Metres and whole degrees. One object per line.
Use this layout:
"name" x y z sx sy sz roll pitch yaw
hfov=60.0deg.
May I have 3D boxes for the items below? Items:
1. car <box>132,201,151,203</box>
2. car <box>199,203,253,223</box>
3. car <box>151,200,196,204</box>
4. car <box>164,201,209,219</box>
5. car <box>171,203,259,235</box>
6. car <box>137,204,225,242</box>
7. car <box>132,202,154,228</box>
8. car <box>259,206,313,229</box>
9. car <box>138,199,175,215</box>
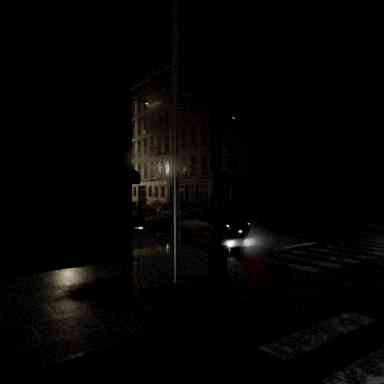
"car" -4.771 1.517 26.755 2.128 1.511 4.902 0 0 -35
"car" 2.565 1.578 25.910 1.802 1.307 4.206 0 0 -35
"car" -1.067 1.515 26.550 1.837 1.490 4.892 0 0 -35
"car" -0.573 1.566 30.319 1.947 1.339 4.313 0 0 -35
"car" 0.984 1.566 18.713 2.033 1.411 5.357 0 0 -32
"car" -0.741 1.555 16.715 1.752 1.417 4.829 0 0 -35
"car" -3.978 1.585 21.264 2.008 1.369 4.403 0 0 -35
"car" 5.704 1.558 21.500 1.947 1.339 4.313 0 0 -35
"car" -3.811 1.529 34.867 1.752 1.417 4.829 0 0 -35
